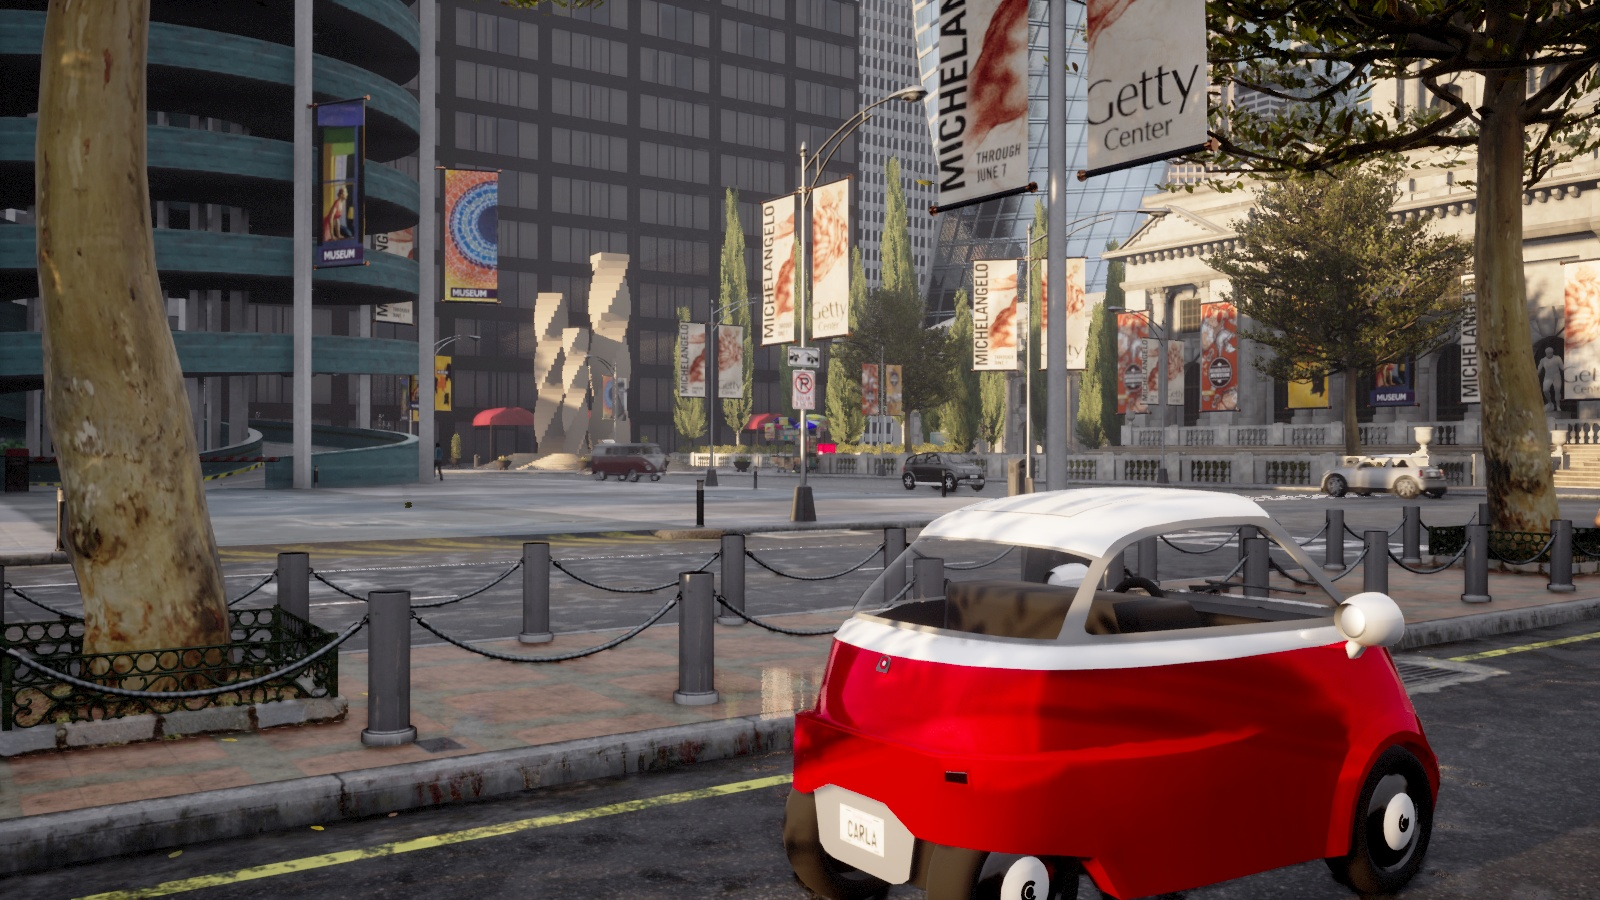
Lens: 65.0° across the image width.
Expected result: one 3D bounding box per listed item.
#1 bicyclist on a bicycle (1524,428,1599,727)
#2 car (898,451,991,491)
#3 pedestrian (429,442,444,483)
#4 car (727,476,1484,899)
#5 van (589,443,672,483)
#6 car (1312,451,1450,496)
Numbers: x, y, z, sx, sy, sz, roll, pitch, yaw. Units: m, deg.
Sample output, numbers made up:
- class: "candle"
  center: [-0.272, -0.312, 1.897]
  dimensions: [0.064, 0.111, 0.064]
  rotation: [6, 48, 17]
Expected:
- class: "bicyclist on a bicycle"
  center: [4.964, 0.688, 7.177]
  dimensions: [1.509, 1.612, 0.866]
  rotation: [0, 0, -35]
- class: "car"
  center: [5.841, 0.836, 51.122]
  dimensions: [1.789, 1.549, 3.705]
  rotation: [0, 0, -35]
- class: "pedestrian"
  center: [-17.038, 0.582, 58.889]
  dimensions: [0.396, 1.930, 0.692]
  rotation: [0, 0, -44]
- class: "car"
  center: [1.080, 0.808, 4.410]
  dimensions: [2.207, 1.376, 1.481]
  rotation: [0, 0, -35]
- class: "van"
  center: [-8.761, 0.674, 64.606]
  dimensions: [4.442, 1.987, 1.775]
  rotation: [0, 0, 41]
- class: "car"
  center: [19.891, 0.773, 43.096]
  dimensions: [1.970, 1.475, 3.806]
  rotation: [0, 0, -35]
